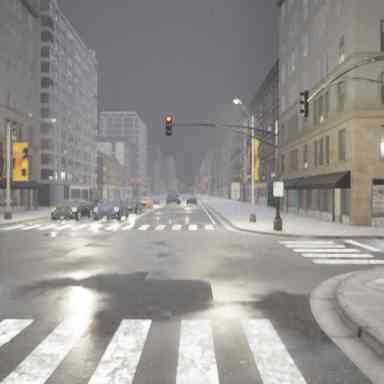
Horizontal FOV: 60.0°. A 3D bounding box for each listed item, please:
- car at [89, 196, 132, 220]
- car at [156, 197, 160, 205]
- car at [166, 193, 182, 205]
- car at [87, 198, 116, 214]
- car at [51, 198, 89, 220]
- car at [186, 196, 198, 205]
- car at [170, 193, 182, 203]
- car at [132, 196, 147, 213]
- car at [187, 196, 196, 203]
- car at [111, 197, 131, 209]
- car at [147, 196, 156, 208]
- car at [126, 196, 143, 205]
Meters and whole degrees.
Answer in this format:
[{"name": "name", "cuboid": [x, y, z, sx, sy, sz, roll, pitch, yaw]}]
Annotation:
[{"name": "car", "cuboid": [-6.603, 1.345, 27.486, 2.097, 1.767, 4.553, 0, 0, 0]}, {"name": "car", "cuboid": [-6.581, 1.502, 57.666, 1.812, 1.442, 4.674, 0, 0, 0]}, {"name": "car", "cuboid": [-3.279, 1.196, 58.000, 2.150, 2.045, 5.566, 0, 0, 0]}, {"name": "car", "cuboid": [-9.855, 1.494, 36.458, 1.837, 1.490, 4.892, 0, 0, 0]}, {"name": "car", "cuboid": [-9.853, 1.345, 27.485, 2.097, 1.767, 4.553, 0, 0, 0]}, {"name": "car", "cuboid": [-0.029, 1.480, 57.972, 1.837, 1.490, 4.892, 0, 0, 0]}, {"name": "car", "cuboid": [-3.284, 1.189, 68.419, 2.150, 2.045, 5.566, 0, 0, 0]}, {"name": "car", "cuboid": [-6.601, 1.480, 36.325, 2.128, 1.511, 4.902, 0, 0, 0]}, {"name": "car", "cuboid": [-0.034, 1.493, 68.391, 1.812, 1.442, 4.674, 0, 0, 0]}, {"name": "car", "cuboid": [-9.856, 1.509, 46.403, 1.812, 1.442, 4.674, 0, 0, 0]}, {"name": "car", "cuboid": [-6.602, 1.461, 46.612, 1.882, 1.535, 5.008, 0, 0, 0]}, {"name": "car", "cuboid": [-9.834, 1.466, 57.528, 2.128, 1.511, 4.902, 0, 0, 0]}]
